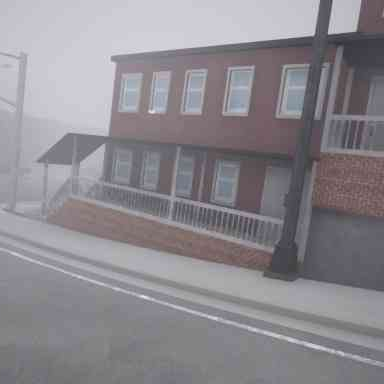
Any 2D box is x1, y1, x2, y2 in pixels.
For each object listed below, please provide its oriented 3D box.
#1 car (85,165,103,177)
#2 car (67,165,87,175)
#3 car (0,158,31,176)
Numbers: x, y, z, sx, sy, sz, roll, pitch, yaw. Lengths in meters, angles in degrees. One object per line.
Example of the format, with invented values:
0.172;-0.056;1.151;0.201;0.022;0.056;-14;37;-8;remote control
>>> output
-10.994;-2.383;43.371;1.895;1.301;4.718;11;7;35;car
-14.270;-2.946;44.731;1.895;1.301;4.718;11;7;35;car
-18.596;-2.391;32.805;1.895;1.301;4.718;11;6;34;car
